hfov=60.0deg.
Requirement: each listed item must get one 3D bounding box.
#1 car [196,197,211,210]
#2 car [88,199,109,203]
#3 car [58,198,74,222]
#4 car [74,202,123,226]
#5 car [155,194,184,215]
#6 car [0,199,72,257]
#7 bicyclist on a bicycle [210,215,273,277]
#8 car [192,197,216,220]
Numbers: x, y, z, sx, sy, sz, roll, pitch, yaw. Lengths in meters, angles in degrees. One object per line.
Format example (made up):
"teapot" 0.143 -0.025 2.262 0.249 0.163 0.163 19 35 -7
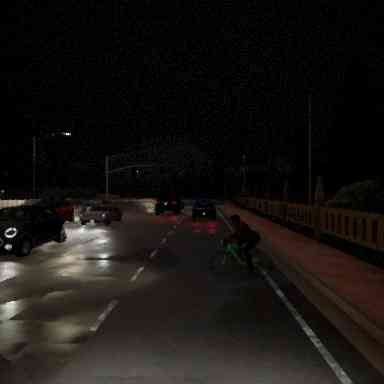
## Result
"car" 1.576 1.458 44.484 1.882 1.535 5.008 0 0 2
"car" -9.454 1.476 33.425 2.128 1.511 4.902 0 0 2
"car" -9.857 1.341 23.017 2.097 1.767 4.553 0 0 2
"car" -6.338 1.590 23.575 1.895 1.301 4.718 0 0 2
"car" -2.343 1.206 33.665 2.150 2.045 5.566 0 0 2
"car" -6.717 1.345 12.928 2.097 1.767 4.553 0 0 2
"bicyclist on a bicycle" 1.279 1.428 8.678 1.656 1.620 0.582 0 0 2
"car" 1.017 1.479 28.181 2.128 1.511 4.902 0 0 2
